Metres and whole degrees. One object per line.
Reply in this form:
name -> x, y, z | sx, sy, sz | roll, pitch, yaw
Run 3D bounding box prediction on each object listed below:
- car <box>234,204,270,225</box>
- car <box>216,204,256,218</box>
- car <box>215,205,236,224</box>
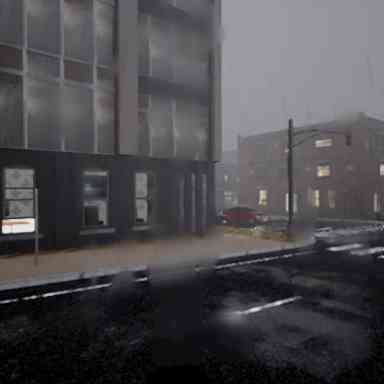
car -> 4.524, 1.974, 28.560 | 1.812, 1.442, 4.674 | 0, -1, -37
car -> 4.920, 2.092, 37.906 | 2.008, 1.369, 4.403 | -1, 0, -37
car -> 1.305, 2.050, 28.309 | 1.947, 1.339, 4.313 | -1, 0, -37
